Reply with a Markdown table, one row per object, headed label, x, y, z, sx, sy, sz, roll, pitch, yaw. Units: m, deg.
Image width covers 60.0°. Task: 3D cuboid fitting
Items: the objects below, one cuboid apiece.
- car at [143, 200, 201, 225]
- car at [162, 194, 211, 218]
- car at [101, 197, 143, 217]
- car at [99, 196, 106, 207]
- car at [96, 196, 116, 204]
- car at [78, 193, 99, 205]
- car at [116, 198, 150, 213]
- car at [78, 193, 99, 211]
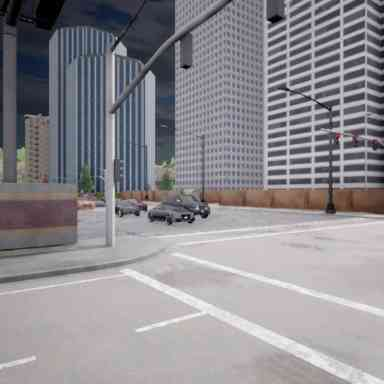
| label | x | y | z | sx | sy | sz | roll | pitch | yaw |
| --- | --- | --- | --- | --- | --- | --- | --- | --- | --- |
| car | -1.563 | 1.564 | 24.257 | 1.994 | 1.385 | 4.181 | 0 | 0 | -35 |
| car | -0.715 | 1.221 | 29.123 | 2.150 | 2.045 | 5.566 | 0 | 0 | -35 |
| car | -6.541 | 1.505 | 31.303 | 1.837 | 1.490 | 4.892 | 0 | 0 | -35 |
| car | -13.932 | 1.601 | 47.895 | 1.895 | 1.301 | 4.718 | 0 | 0 | -35 |
| car | -16.667 | 1.547 | 64.169 | 2.033 | 1.411 | 5.357 | 0 | 0 | -34 |
| car | -19.256 | 1.222 | 61.786 | 2.150 | 2.045 | 5.566 | 0 | 0 | -35 |
| car | -6.770 | 1.478 | 37.700 | 1.882 | 1.535 | 5.008 | 0 | 0 | -35 |
| car | -13.712 | 1.351 | 41.482 | 2.097 | 1.767 | 4.553 | 0 | 0 | -35 |
